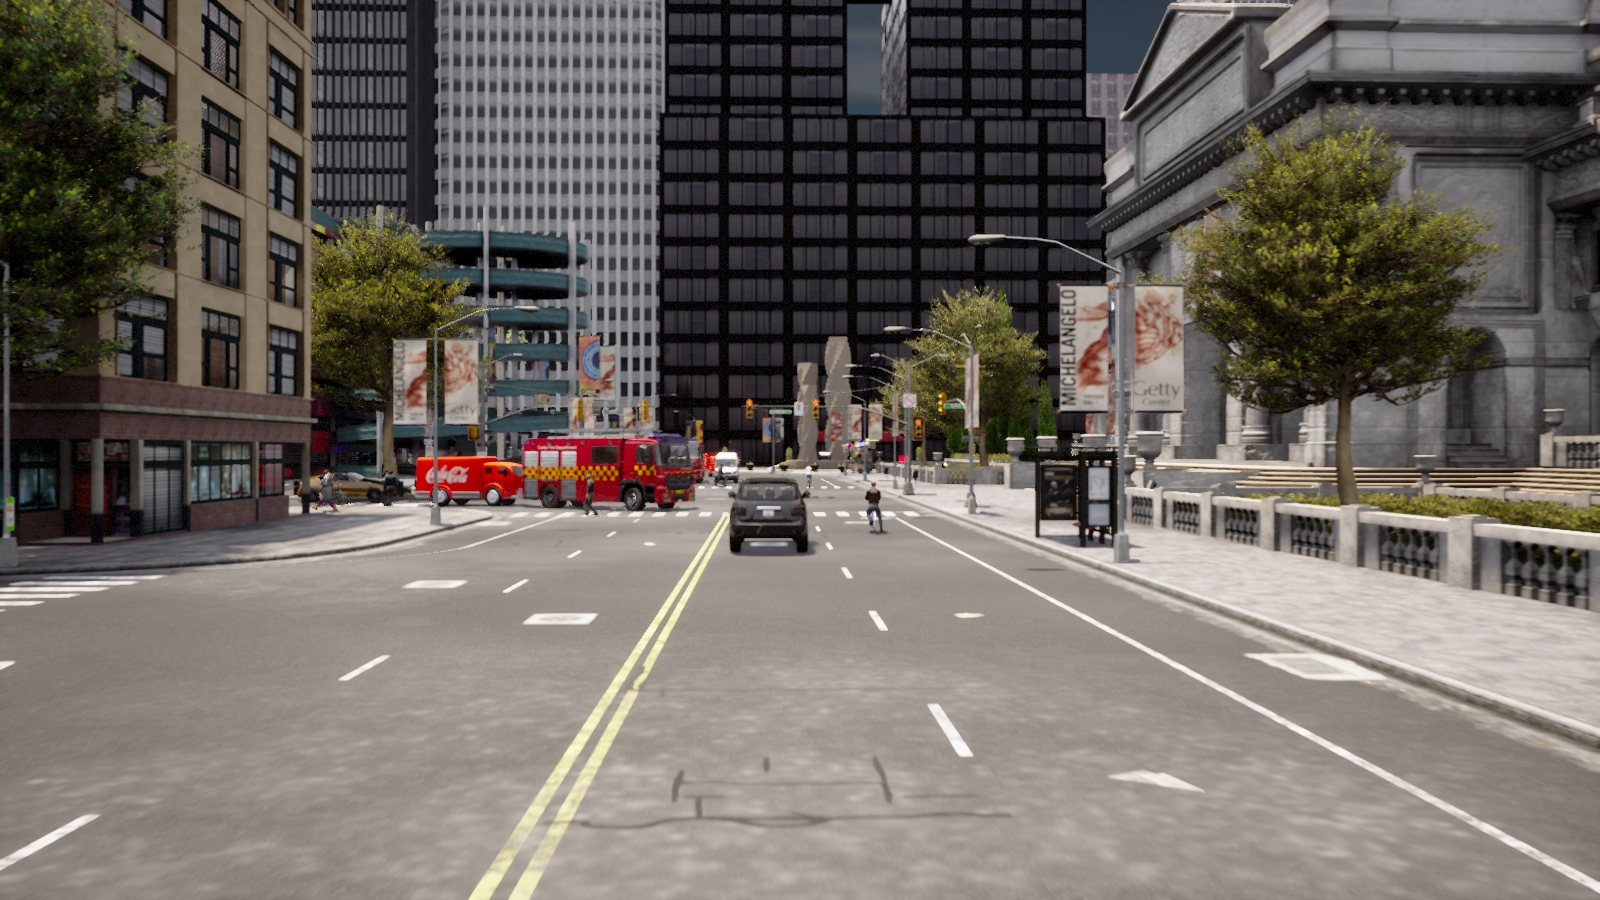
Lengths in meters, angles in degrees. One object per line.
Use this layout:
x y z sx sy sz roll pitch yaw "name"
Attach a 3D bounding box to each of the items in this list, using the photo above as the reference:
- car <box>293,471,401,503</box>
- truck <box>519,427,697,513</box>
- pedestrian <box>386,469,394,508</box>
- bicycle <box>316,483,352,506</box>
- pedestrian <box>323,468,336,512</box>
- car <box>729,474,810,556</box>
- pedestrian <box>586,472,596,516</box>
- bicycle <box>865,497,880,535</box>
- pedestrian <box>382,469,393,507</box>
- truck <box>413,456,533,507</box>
-24.389 1.994 61.640 5.027 1.651 2.152 0 0 -2 "car"
-9.211 0.892 54.415 8.468 3.827 2.891 0 0 30 "truck"
-19.705 1.850 54.883 0.375 1.860 0.375 0 0 -19 "pedestrian"
-23.682 2.259 58.104 1.487 1.080 0.859 0 0 0 "bicycle"
-19.988 1.698 48.540 0.375 1.860 0.375 0 0 -4 "pedestrian"
-0.859 1.779 32.893 2.150 2.045 5.566 0 0 -1 "car"
-8.830 1.847 48.231 0.375 1.860 0.375 0 0 -2 "pedestrian"
2.440 2.210 38.520 0.329 1.171 1.835 0 0 -2 "bicycle"
-20.250 1.850 56.058 0.375 1.860 0.375 0 0 34 "pedestrian"
-16.456 1.572 57.692 5.204 2.467 2.627 0 0 10 "truck"
